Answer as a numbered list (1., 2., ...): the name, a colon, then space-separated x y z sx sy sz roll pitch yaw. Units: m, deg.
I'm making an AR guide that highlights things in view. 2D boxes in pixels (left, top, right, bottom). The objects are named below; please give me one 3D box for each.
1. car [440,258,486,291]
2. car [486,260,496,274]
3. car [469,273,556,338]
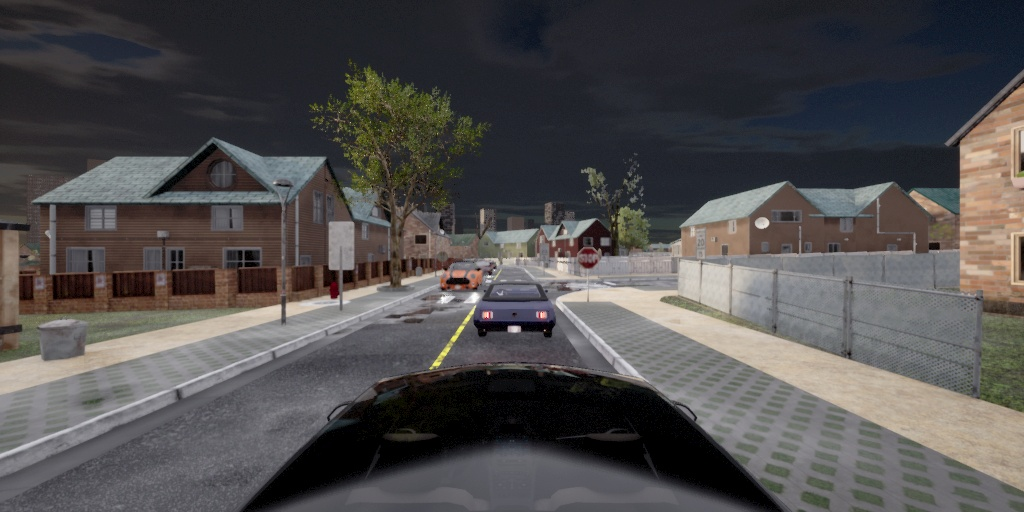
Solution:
1. car: -2.912 1.088 21.474 2.097 1.767 4.553 0 0 0
2. car: -2.974 1.248 37.240 1.812 1.442 4.674 0 0 0
3. car: 0.104 1.347 10.230 1.895 1.301 4.718 0 0 1
